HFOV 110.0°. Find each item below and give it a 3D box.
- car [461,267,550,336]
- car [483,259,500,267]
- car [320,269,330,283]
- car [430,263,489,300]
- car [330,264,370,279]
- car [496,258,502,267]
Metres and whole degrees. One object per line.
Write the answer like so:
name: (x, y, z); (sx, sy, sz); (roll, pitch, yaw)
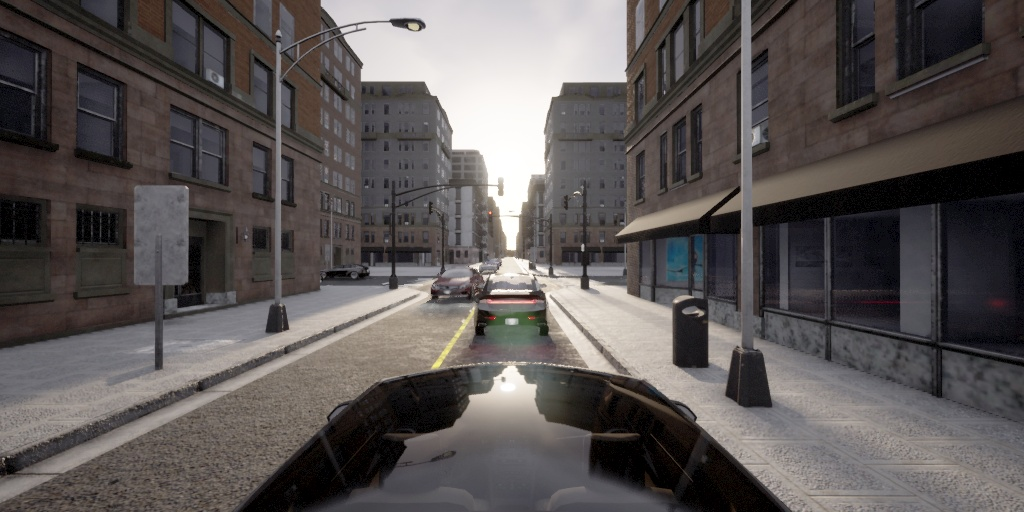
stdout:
car: (-0.001, 1.241, 10.388); (2.128, 1.511, 4.902); (0, 0, 0)
car: (-2.853, 1.325, 43.688); (1.895, 1.301, 4.718); (0, 0, 0)
car: (-14.773, 1.288, 23.532); (4.313, 1.339, 1.948); (0, 0, 0)
car: (-2.544, 1.273, 17.595); (1.812, 1.442, 4.674); (0, 0, 5)
car: (-14.768, 1.329, 31.558); (4.313, 1.339, 1.948); (0, 0, 0)
car: (-2.847, 1.187, 53.927); (1.882, 1.535, 5.008); (0, 0, 0)
